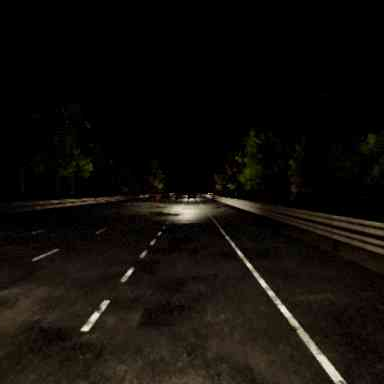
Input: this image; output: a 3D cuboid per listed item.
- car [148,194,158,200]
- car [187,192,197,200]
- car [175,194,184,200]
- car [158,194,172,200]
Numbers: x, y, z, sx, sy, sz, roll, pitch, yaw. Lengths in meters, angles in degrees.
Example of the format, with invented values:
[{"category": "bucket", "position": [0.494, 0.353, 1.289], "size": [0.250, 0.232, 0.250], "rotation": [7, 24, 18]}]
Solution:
[{"category": "car", "position": [-10.497, 1.382, 87.135], "size": [2.128, 1.511, 4.902], "rotation": [0, 0, 0]}, {"category": "car", "position": [0.003, 1.082, 87.165], "size": [2.150, 2.045, 5.566], "rotation": [0, 0, 0]}, {"category": "car", "position": [-3.497, 1.410, 87.517], "size": [1.994, 1.385, 4.181], "rotation": [0, 0, 0]}, {"category": "car", "position": [-6.996, 1.335, 87.135], "size": [1.882, 1.535, 5.008], "rotation": [0, 0, 0]}]
